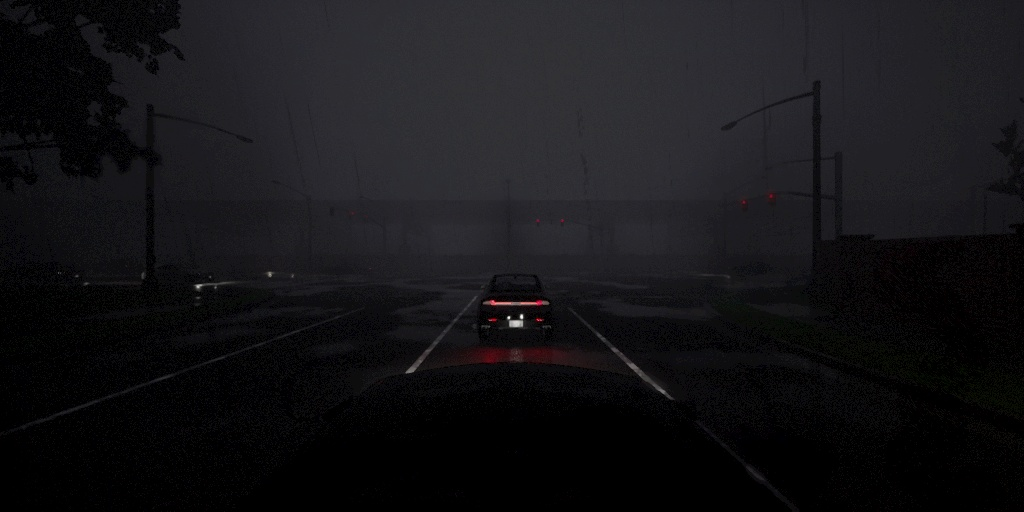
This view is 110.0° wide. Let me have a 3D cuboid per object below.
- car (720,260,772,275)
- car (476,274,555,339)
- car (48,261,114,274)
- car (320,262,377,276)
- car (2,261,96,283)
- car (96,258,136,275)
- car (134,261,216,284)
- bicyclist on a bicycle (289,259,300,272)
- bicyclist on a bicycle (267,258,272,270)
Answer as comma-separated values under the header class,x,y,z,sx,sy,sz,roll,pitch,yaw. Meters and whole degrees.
class,x,y,z,sx,sy,sz,roll,pitch,yaw
car,23.495,1.138,36.052,4.674,1.442,1.812,-1,0,2
car,0.094,1.242,10.117,2.128,1.511,4.902,0,0,0
car,-49.669,1.295,41.404,5.357,1.411,2.033,0,0,2
car,-16.875,1.295,37.125,5.357,1.411,2.033,0,0,2
car,-35.070,1.240,26.960,4.902,1.511,2.128,0,0,2
car,-41.799,1.099,37.792,4.553,1.767,2.097,0,0,2
car,-24.697,1.274,26.640,4.674,1.442,1.812,0,0,2
bicyclist on a bicycle,-27.055,1.200,44.677,0.582,1.620,1.656,0,0,14
bicyclist on a bicycle,-31.608,1.048,46.765,0.582,1.620,1.656,0,0,-33
